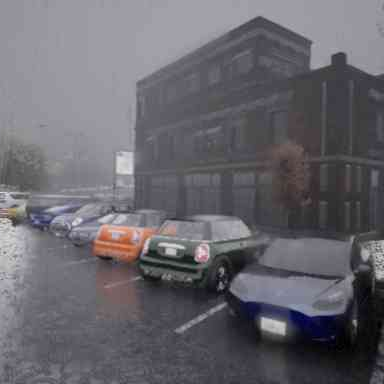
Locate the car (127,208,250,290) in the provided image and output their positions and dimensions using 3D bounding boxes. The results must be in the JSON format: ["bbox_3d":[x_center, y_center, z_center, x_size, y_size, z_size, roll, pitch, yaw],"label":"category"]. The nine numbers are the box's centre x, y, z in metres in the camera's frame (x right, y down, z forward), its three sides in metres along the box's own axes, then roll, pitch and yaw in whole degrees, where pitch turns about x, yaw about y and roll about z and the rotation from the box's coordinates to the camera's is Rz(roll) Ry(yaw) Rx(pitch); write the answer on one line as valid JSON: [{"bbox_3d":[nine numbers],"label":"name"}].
[{"bbox_3d":[0.696,1.406,9.209,2.185,1.767,4.553,1,-1,33],"label":"car"}]

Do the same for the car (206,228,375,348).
[{"bbox_3d":[2.497,1.588,6.794,2.163,1.488,4.792,2,-1,33],"label":"car"}]

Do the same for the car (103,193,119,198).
[{"bbox_3d":[-14.654,1.180,51.489,5.566,2.045,2.435,2,0,32],"label":"car"}]

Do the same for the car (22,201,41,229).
[{"bbox_3d":[-6.469,1.434,18.862,2.097,1.535,5.008,1,-1,33],"label":"car"}]

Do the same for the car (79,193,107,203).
[{"bbox_3d":[-20.422,1.153,68.583,5.566,2.045,2.435,0,-1,32],"label":"car"}]

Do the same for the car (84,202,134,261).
[{"bbox_3d":[-1.095,1.381,11.617,2.185,1.767,4.553,1,-1,33],"label":"car"}]

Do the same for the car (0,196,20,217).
[{"bbox_3d":[-11.961,1.354,25.924,1.946,1.575,5.366,2,-1,33],"label":"car"}]

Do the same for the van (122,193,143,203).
[{"bbox_3d":[-13.378,1.345,74.250,4.442,1.987,1.878,0,-1,32],"label":"van"}]

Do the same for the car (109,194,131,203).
[{"bbox_3d":[-15.675,1.390,72.342,4.553,1.767,2.185,0,-1,32],"label":"car"}]

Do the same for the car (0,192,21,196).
[{"bbox_3d":[-15.454,1.064,30.917,2.435,2.045,5.566,1,-1,33],"label":"car"}]

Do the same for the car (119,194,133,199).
[{"bbox_3d":[-12.394,1.514,53.326,4.792,1.488,2.163,2,1,32],"label":"car"}]

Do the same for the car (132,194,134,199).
[{"bbox_3d":[-10.063,1.287,55.168,5.566,2.045,2.435,2,1,32],"label":"car"}]

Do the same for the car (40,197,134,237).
[{"bbox_3d":[-4.638,1.334,16.481,2.185,1.767,4.553,2,-1,33],"label":"car"}]

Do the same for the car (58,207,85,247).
[{"bbox_3d":[-2.870,1.523,14.048,2.002,1.452,4.674,2,-1,33],"label":"car"}]

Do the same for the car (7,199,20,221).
[{"bbox_3d":[-10.054,1.427,23.677,2.002,1.452,4.674,2,-1,33],"label":"car"}]

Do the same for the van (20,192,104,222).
[{"bbox_3d":[-8.192,1.188,21.374,1.878,1.987,4.442,1,-1,33],"label":"van"}]

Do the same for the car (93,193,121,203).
[{"bbox_3d":[-17.994,1.209,70.446,5.566,2.045,2.435,0,-1,32],"label":"car"}]
